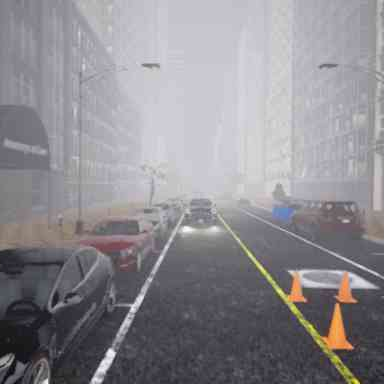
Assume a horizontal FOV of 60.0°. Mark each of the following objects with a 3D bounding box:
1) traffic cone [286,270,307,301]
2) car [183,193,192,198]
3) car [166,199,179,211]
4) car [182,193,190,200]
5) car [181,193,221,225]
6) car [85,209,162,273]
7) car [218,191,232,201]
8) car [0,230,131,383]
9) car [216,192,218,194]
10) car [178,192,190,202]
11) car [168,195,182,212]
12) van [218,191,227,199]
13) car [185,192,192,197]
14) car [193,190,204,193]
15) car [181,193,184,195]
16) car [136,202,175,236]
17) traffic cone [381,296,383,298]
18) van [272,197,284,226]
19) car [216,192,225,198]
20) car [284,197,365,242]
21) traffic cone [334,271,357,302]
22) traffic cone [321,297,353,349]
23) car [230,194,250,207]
[{"bbox_3d":[2.163,1.914,6.886,0.340,0.580,0.340,0,0,1],"label":"traffic cone"},{"bbox_3d":[-1.094,0.836,84.162,1.947,1.339,4.313,0,0,1],"label":"car"},{"bbox_3d":[-2.035,1.380,21.651,1.802,1.307,4.206,0,0,1],"label":"car"},{"bbox_3d":[-1.267,0.894,72.626,1.752,1.417,4.829,0,0,1],"label":"car"},{"bbox_3d":[0.579,1.165,22.476,2.097,1.767,4.553,0,0,1],"label":"car"},{"bbox_3d":[-2.206,1.438,10.285,1.887,1.381,4.507,0,0,1],"label":"car"},{"bbox_3d":[7.028,0.802,66.986,2.192,1.841,5.009,0,0,1],"label":"car"},{"bbox_3d":[-2.291,1.506,4.603,1.947,1.339,4.313,0,0,1],"label":"car"},{"bbox_3d":[7.114,0.754,72.669,2.192,1.841,5.009,0,0,1],"label":"car"},{"bbox_3d":[-1.436,0.903,61.429,1.967,1.590,4.097,0,0,1],"label":"car"},{"bbox_3d":[-1.864,1.253,33.017,2.008,1.369,4.403,0,0,1],"label":"car"},{"bbox_3d":[7.200,0.732,78.352,1.690,1.788,3.998,0,0,1],"label":"van"},{"bbox_3d":[-0.923,0.723,95.528,2.008,1.369,4.403,0,0,1],"label":"car"},{"bbox_3d":[1.438,0.612,72.997,2.150,2.045,5.566,0,0,1],"label":"car"},{"bbox_3d":[-1.693,1.158,44.382,2.008,1.369,4.403,0,0,1],"label":"car"},{"bbox_3d":[-2.121,1.396,15.968,2.008,1.369,4.403,0,0,1],"label":"car"},{"bbox_3d":[4.162,1.931,6.856,0.340,0.580,0.340,0,0,1],"label":"traffic cone"},{"bbox_3d":[6.344,1.211,21.524,1.690,1.788,3.998,0,0,1],"label":"van"},{"bbox_3d":[7.286,0.782,84.036,1.967,1.590,4.097,0,0,1],"label":"car"},{"bbox_3d":[6.258,1.232,15.841,2.192,1.841,5.009,0,0,1],"label":"car"},{"bbox_3d":[3.162,1.923,6.871,0.340,0.580,0.340,0,0,1],"label":"traffic cone"},{"bbox_3d":[2.132,1.931,4.887,0.340,0.580,0.340,0,0,1],"label":"traffic cone"},{"bbox_3d":[6.687,1.230,44.256,2.008,1.369,4.403,0,0,1],"label":"car"}]
